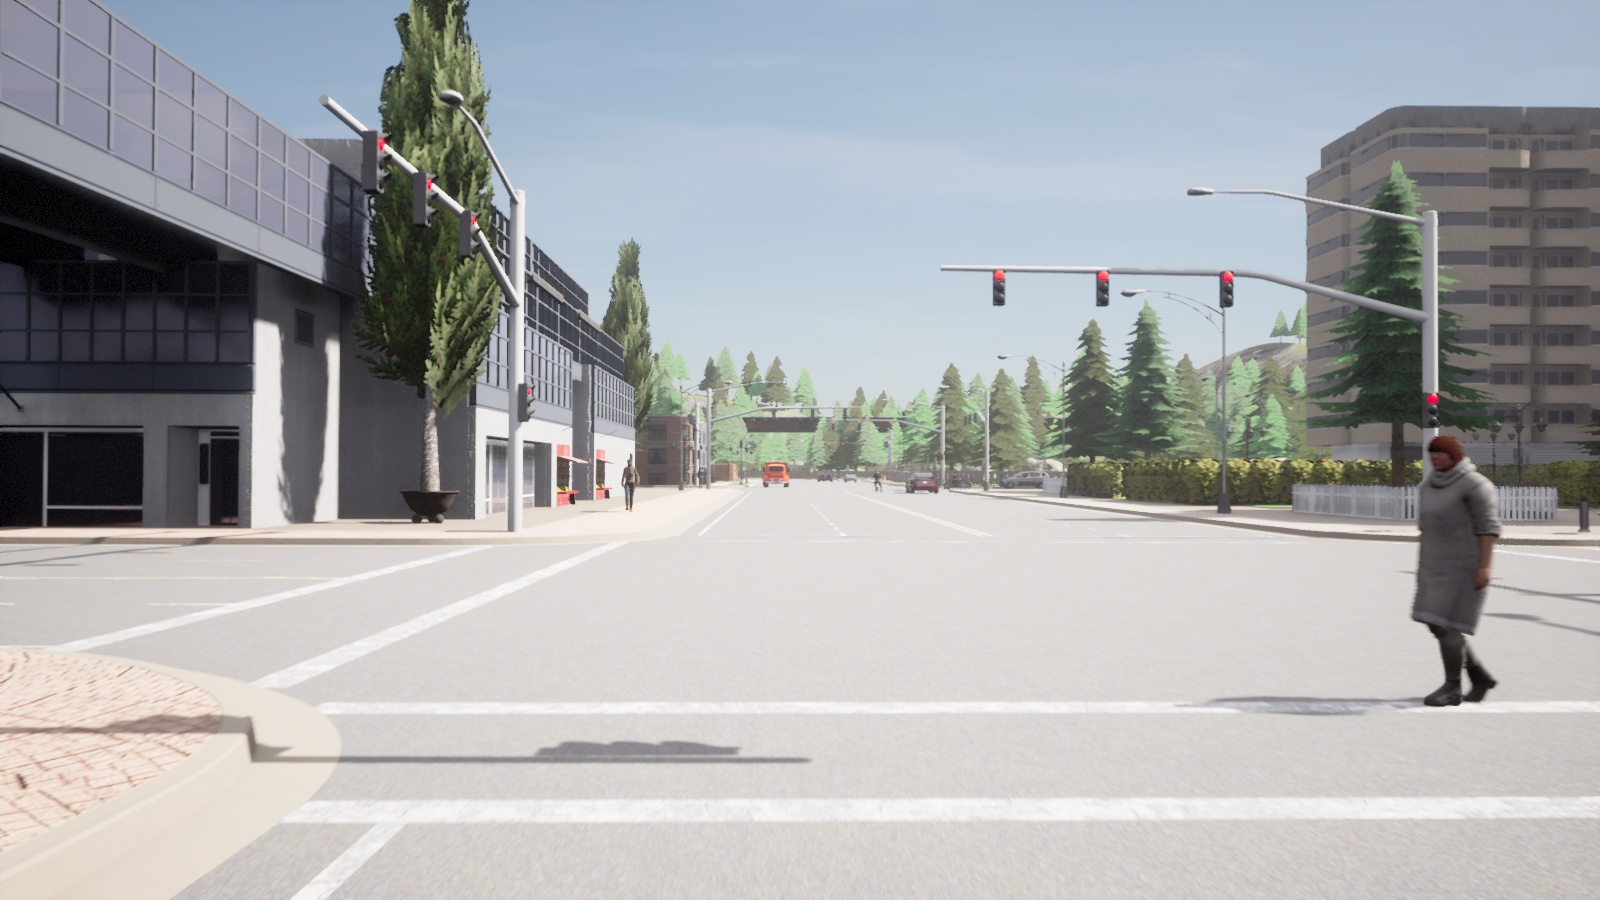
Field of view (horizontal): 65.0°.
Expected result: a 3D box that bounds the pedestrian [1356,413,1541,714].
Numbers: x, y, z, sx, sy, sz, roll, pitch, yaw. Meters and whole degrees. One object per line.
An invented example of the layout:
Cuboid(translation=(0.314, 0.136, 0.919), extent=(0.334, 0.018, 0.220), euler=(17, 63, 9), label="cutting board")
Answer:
Cuboid(translation=(4.398, 0.739, 8.551), extent=(0.873, 1.952, 0.659), euler=(0, -1, -10), label="pedestrian")

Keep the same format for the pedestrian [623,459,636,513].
Cuboid(translation=(-5.725, 1.203, 42.181), extent=(0.328, 1.805, 0.869), euler=(0, -1, -1), label="pedestrian")

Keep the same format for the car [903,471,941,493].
Cuboid(translation=(8.743, 2.286, 90.068), extent=(2.163, 1.488, 4.792), euler=(0, -1, -1), label="car")
